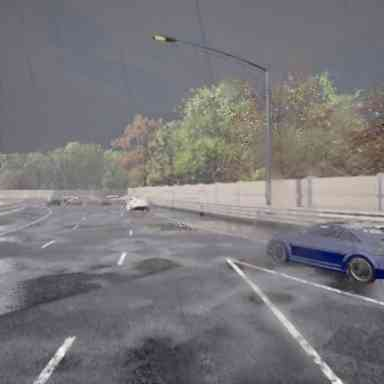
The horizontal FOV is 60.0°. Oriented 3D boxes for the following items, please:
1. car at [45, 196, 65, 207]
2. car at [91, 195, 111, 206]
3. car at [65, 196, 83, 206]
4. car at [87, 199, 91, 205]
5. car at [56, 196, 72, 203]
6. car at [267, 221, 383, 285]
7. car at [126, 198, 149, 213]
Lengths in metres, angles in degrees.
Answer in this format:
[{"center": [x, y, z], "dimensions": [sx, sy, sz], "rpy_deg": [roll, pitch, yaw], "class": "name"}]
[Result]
[{"center": [-23.701, 1.666, 56.693], "dimensions": [1.837, 1.490, 4.892], "rpy_deg": [0, 0, -34], "class": "car"}, {"center": [-14.968, 1.650, 55.585], "dimensions": [2.033, 1.411, 5.357], "rpy_deg": [0, 0, -26], "class": "car"}, {"center": [-20.755, 1.706, 58.583], "dimensions": [1.994, 1.385, 4.181], "rpy_deg": [0, 0, -34], "class": "car"}, {"center": [-17.450, 1.646, 60.093], "dimensions": [1.812, 1.442, 4.674], "rpy_deg": [0, 0, -35], "class": "car"}, {"center": [-29.091, 1.721, 75.321], "dimensions": [1.812, 1.442, 4.674], "rpy_deg": [0, 0, -43], "class": "car"}, {"center": [4.163, 1.538, 9.683], "dimensions": [1.994, 1.385, 4.181], "rpy_deg": [0, 0, -30], "class": "car"}, {"center": [-5.817, 1.389, 35.356], "dimensions": [1.812, 1.442, 4.674], "rpy_deg": [-1, -7, -20], "class": "car"}]
